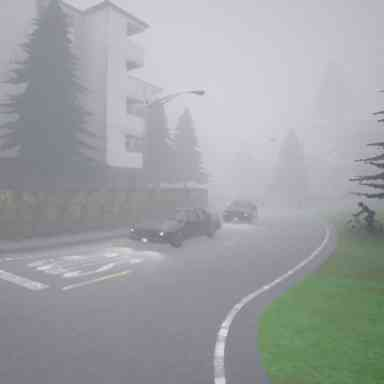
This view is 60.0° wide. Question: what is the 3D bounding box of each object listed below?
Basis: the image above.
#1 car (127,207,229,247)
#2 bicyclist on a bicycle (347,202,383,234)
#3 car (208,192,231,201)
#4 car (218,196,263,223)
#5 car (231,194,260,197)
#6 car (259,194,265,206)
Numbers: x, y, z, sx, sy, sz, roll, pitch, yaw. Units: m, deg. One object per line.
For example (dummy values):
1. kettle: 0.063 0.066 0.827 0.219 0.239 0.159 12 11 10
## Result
1. car: -0.476 1.393 14.698 2.033 1.411 5.357 2 1 29
2. bicyclist on a bicycle: 8.806 1.332 17.023 1.656 1.620 0.582 -2 2 23
3. car: 4.579 0.732 54.356 2.128 1.511 4.902 1 1 -33
4. car: 3.607 1.316 23.960 2.033 1.411 5.357 2 1 18
5. car: 5.388 1.128 34.156 1.837 1.490 4.892 1 1 3
6. car: 8.223 0.998 44.876 1.837 1.490 4.892 1 1 -13
